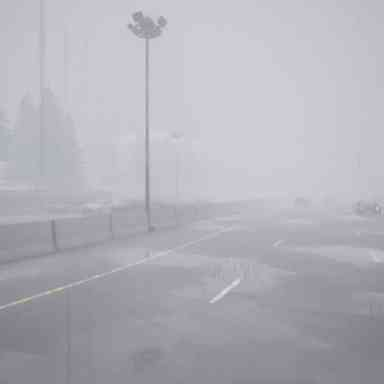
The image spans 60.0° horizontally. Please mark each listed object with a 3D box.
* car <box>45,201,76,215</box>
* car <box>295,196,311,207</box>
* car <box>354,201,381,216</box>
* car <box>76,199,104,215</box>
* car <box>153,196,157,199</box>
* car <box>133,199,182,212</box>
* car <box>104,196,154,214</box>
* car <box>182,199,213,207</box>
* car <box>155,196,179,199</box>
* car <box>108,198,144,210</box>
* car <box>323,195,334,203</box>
[{"bbox_3d":[-12.709,1.569,34.225,1.895,1.301,4.718,0,0,23],"label":"car"},{"bbox_3d":[16.357,1.392,49.311,1.837,1.490,4.892,0,-1,23],"label":"car"},{"bbox_3d":[16.801,1.518,32.016,1.895,1.301,4.718,0,0,21],"label":"car"},{"bbox_3d":[-9.133,1.488,33.696,1.812,1.442,4.674,0,0,23],"label":"car"},{"bbox_3d":[-5.529,1.294,42.452,2.097,1.767,4.553,0,0,23],"label":"car"},{"bbox_3d":[-3.004,1.558,30.218,1.895,1.301,4.718,0,0,23],"label":"car"},{"bbox_3d":[-5.945,1.437,32.248,1.882,1.535,5.008,0,0,23],"label":"car"},{"bbox_3d":[0.881,1.535,39.633,1.895,1.301,4.718,0,0,23],"label":"car"},{"bbox_3d":[-2.392,1.464,40.880,1.812,1.442,4.674,0,0,23],"label":"car"},{"bbox_3d":[-8.611,1.492,44.142,2.033,1.411,5.357,0,0,23],"label":"car"},{"bbox_3d":[26.630,1.323,64.930,1.882,1.535,5.008,0,0,23],"label":"car"}]
